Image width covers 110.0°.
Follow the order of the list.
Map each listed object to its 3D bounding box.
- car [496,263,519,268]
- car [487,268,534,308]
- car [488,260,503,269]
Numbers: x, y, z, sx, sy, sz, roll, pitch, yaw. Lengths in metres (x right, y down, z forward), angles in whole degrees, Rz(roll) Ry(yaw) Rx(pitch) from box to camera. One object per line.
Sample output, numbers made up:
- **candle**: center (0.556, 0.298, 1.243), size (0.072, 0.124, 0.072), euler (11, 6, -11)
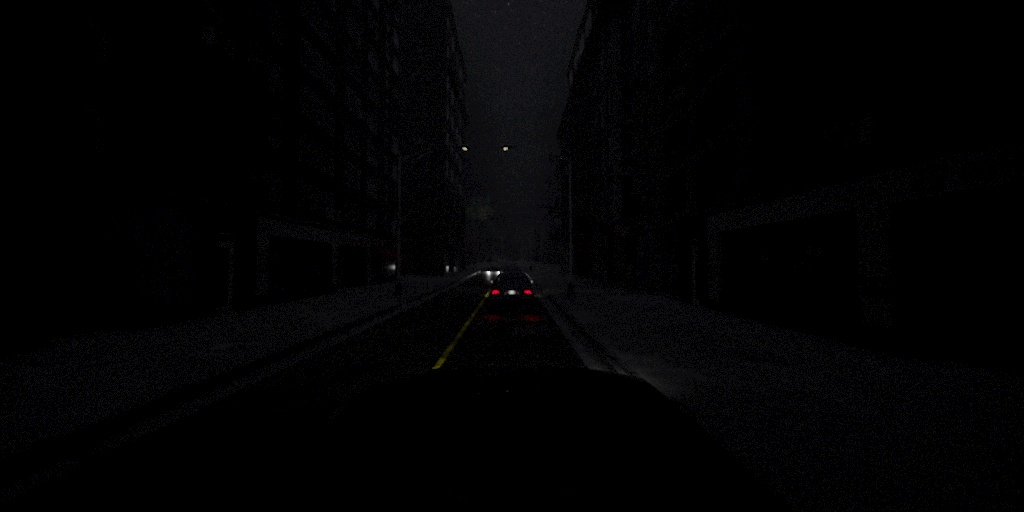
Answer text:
- **car**: center (-0.016, 1.546, 30.846), size (2.033, 1.411, 5.357), euler (0, 0, 0)
- **car**: center (-0.007, 1.428, 15.845), size (2.033, 1.411, 5.357), euler (0, 0, 0)
- **car**: center (-2.787, 1.683, 56.216), size (1.812, 1.442, 4.674), euler (0, 0, 0)
